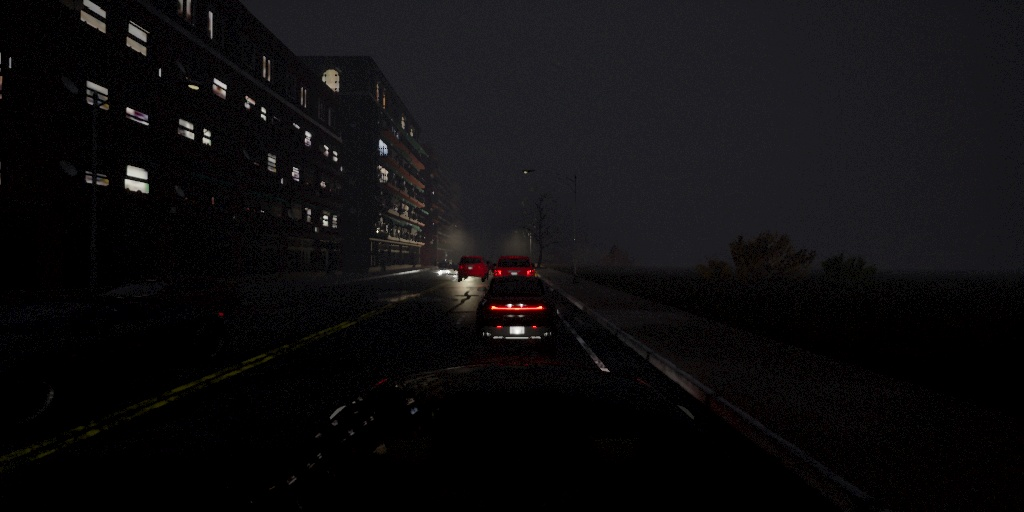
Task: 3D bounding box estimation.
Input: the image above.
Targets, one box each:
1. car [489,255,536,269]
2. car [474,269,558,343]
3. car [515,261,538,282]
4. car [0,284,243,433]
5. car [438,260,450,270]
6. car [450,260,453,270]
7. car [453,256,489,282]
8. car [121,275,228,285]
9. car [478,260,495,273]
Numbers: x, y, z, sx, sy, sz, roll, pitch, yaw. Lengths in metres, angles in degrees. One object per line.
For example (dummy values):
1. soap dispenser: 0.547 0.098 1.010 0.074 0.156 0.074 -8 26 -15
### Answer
1. car: 0.107 0.990 20.048 2.150 2.045 5.566 0 0 0
2. car: 0.105 1.263 9.701 1.837 1.490 4.892 0 0 0
3. car: 1.149 1.233 30.456 1.801 1.575 5.366 0 0 0
4. car: -6.598 1.317 5.382 1.994 1.385 4.181 0 0 0
5. car: -9.823 1.287 53.701 2.128 1.511 4.902 0 0 0
6. car: -6.583 1.392 47.449 1.895 1.301 4.718 0 0 0
7. car: -3.140 1.000 29.740 2.150 2.045 5.566 0 0 0
8. car: -9.847 1.284 10.068 1.812 1.442 4.674 0 0 0
9. car: -3.136 1.267 45.199 1.882 1.535 5.008 0 0 0
